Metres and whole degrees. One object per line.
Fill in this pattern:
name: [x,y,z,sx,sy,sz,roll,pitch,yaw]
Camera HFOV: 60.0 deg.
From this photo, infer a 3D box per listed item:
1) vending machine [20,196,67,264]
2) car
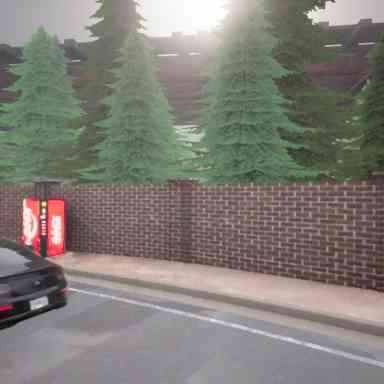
vending machine: [-4.924,1.195,11.076,0.880,2.100,1.100,0,0,23]
car: [-4.356,1.525,6.177,4.674,1.442,1.812,0,0,28]
